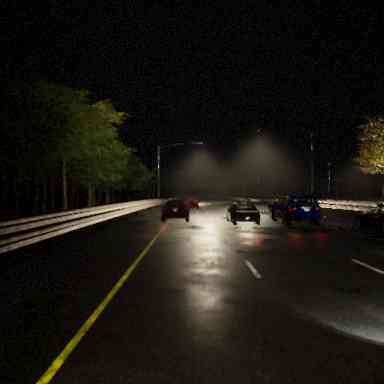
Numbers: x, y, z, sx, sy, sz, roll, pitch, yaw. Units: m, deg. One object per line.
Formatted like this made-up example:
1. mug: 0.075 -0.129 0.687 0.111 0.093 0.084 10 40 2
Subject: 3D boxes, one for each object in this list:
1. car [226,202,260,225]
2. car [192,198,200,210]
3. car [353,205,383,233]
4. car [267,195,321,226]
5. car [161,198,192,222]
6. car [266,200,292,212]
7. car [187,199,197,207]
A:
1. car: 3.597 1.490 23.842 2.128 1.511 4.902 0 0 0
2. car: 0.020 1.715 47.195 1.812 1.442 4.674 0 -1 0
3. car: 10.596 1.463 18.022 2.128 1.511 4.902 0 0 0
4. car: 7.098 1.215 23.230 2.150 2.045 5.566 0 0 0
5. car: -1.229 1.365 26.296 2.097 1.767 4.553 0 0 0
6. car: 10.592 1.717 40.914 1.895 1.301 4.718 0 0 0
7. car: -0.007 1.914 60.696 1.812 1.442 4.674 0 -1 0
